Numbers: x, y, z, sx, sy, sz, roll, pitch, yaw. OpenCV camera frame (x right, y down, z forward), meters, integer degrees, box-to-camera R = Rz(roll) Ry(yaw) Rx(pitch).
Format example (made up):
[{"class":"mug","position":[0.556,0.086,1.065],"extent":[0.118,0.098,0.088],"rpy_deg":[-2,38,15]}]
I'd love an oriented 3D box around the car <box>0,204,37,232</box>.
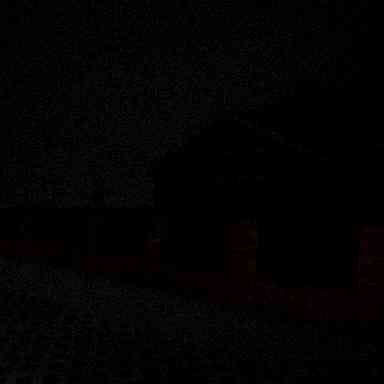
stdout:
[{"class":"car","position":[-11.524,1.625,20.477],"extent":[2.097,1.767,4.553],"rpy_deg":[-1,-1,35]}]

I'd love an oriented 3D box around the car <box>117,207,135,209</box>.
[{"class":"car","position":[-5.792,1.954,28.618],"extent":[1.994,1.385,4.181],"rpy_deg":[-1,-1,35]}]
